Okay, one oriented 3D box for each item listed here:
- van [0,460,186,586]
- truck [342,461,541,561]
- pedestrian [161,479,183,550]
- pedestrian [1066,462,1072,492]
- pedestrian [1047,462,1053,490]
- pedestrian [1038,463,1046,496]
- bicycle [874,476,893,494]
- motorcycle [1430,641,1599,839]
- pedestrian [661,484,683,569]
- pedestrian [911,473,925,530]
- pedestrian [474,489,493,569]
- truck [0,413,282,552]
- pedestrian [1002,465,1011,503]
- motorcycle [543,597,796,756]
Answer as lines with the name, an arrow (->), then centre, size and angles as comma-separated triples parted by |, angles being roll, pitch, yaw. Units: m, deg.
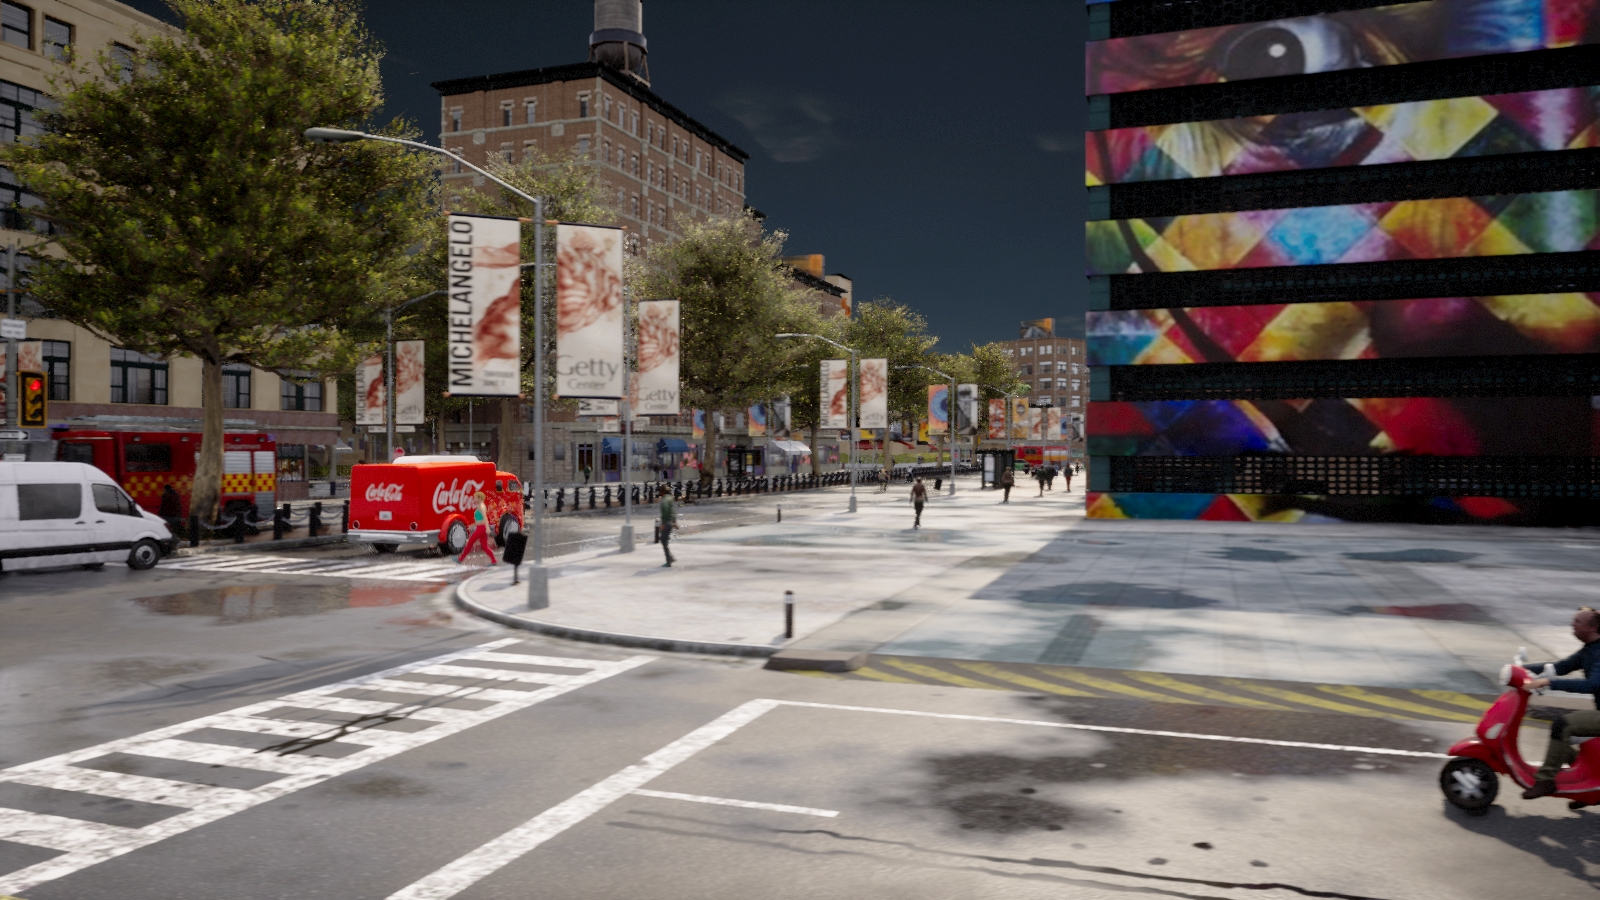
van -> -16.922, 1.534, 25.315 | 1.988, 2.561, 5.915 | 0, 0, 23
truck -> -9.806, 1.572, 31.814 | 2.627, 2.467, 5.204 | 0, 0, 20
pedestrian -> -16.665, 1.704, 30.314 | 0.375, 1.860, 0.375 | 0, 0, 9
pedestrian -> 16.731, 1.695, 71.044 | 0.375, 1.860, 0.375 | 0, 0, 17
pedestrian -> 16.460, 1.695, 75.139 | 0.375, 1.860, 0.375 | 0, 0, 13
pedestrian -> 13.820, 1.695, 65.251 | 0.375, 1.860, 0.375 | 0, 0, 20
bicycle -> 5.421, 2.255, 73.949 | 0.859, 1.080, 1.487 | 0, 0, 20
motorcycle -> 5.855, 2.182, 8.633 | 1.805, 1.236, 0.856 | 0, 0, 20
pedestrian -> -2.859, 1.696, 25.504 | 0.375, 1.860, 0.375 | 0, 0, 17
pedestrian -> 3.913, 1.698, 37.914 | 0.375, 1.860, 0.375 | 0, 0, 17
pedestrian -> -7.462, 1.849, 26.954 | 0.375, 1.860, 0.375 | 0, 0, -3
truck -> -20.603, 0.890, 35.754 | 2.891, 3.827, 8.468 | 0, 0, 20
pedestrian -> 10.262, 1.696, 56.698 | 0.375, 1.860, 0.375 | 0, 0, 24
motorcycle -> -1.282, 2.170, 11.196 | 2.356, 1.277, 0.764 | 0, 0, 19
